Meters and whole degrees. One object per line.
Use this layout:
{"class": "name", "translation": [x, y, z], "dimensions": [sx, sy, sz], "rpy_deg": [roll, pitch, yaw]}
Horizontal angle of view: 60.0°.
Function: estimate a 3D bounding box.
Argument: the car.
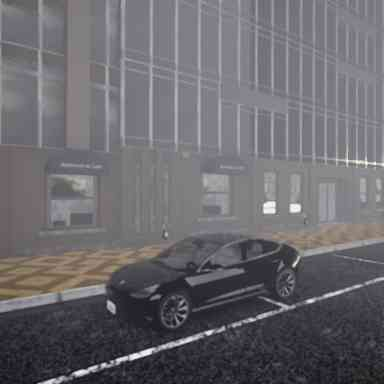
{"class": "car", "translation": [0.427, 1.554, 6.835], "dimensions": [4.313, 1.339, 1.947], "rpy_deg": [0, 1, -35]}
